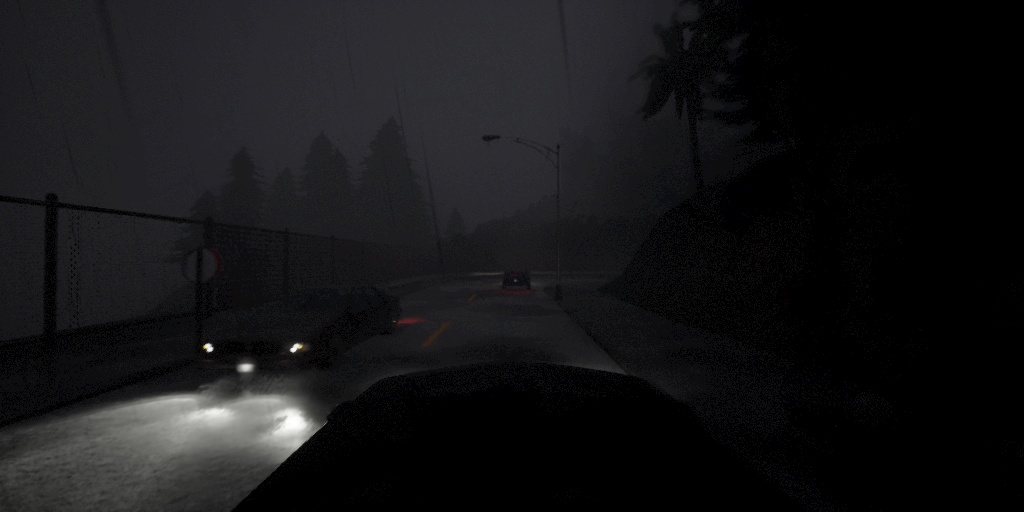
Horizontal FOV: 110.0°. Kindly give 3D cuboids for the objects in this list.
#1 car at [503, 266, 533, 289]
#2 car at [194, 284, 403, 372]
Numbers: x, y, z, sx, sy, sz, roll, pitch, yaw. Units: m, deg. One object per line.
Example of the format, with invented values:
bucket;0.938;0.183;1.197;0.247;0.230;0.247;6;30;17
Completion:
car;0.462;1.512;26.196;1.882;1.535;5.008;0;-1;5
car;-4.074;1.372;8.172;2.033;1.411;5.357;0;-1;0
